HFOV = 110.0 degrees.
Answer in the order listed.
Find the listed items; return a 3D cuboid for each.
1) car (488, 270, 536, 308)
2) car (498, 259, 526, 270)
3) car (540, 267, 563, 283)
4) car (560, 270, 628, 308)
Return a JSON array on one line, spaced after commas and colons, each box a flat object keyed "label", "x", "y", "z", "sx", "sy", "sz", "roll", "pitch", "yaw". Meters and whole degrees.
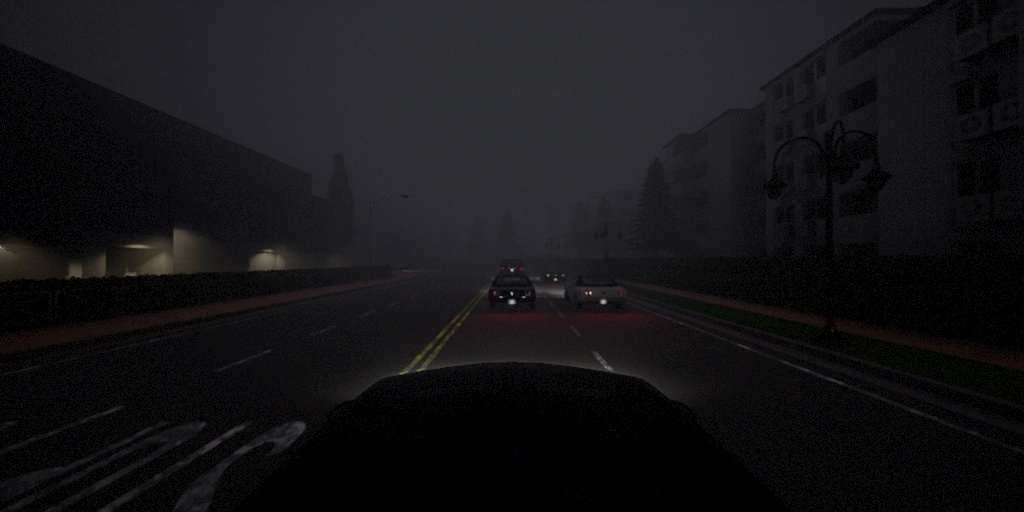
[{"label": "car", "x": 0.006, "y": 1.483, "z": 15.954, "sx": 1.895, "sy": 1.301, "sz": 4.718, "roll": 0, "pitch": 0, "yaw": 0}, {"label": "car", "x": 0.007, "y": 1.238, "z": 30.852, "sx": 2.150, "sy": 2.045, "sz": 5.566, "roll": 0, "pitch": 0, "yaw": 0}, {"label": "car", "x": 3.507, "y": 1.623, "z": 30.952, "sx": 1.895, "sy": 1.301, "sz": 4.718, "roll": 0, "pitch": 0, "yaw": 0}, {"label": "car", "x": 3.506, "y": 1.483, "z": 15.953, "sx": 1.895, "sy": 1.301, "sz": 4.718, "roll": 0, "pitch": 0, "yaw": 0}]
